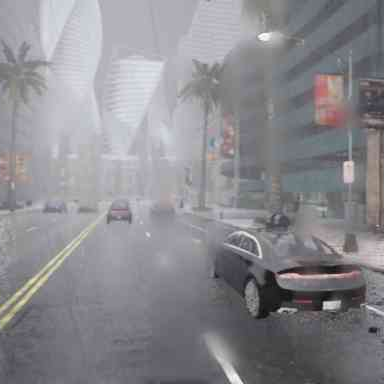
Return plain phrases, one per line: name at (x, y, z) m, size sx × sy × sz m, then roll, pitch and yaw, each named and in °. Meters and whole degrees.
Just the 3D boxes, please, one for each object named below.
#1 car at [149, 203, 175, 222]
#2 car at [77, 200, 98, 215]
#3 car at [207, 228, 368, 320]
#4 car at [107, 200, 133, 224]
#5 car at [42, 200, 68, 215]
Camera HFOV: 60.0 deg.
car at (-2.579, 1.688, 28.523) m, size 1.837 × 1.490 × 4.892 m, roll 0°, pitch 0°, yaw -12°
car at (-11.678, 1.665, 37.419) m, size 1.882 × 1.535 × 5.008 m, roll 0°, pitch 0°, yaw -11°
car at (1.697, 1.557, 7.561) m, size 2.128 × 1.511 × 4.902 m, roll 0°, pitch 0°, yaw -12°
car at (-5.663, 1.639, 26.131) m, size 2.128 × 1.511 × 4.902 m, roll 0°, pitch 0°, yaw -12°
car at (-15.153, 1.639, 36.998) m, size 1.882 × 1.535 × 5.008 m, roll 0°, pitch 0°, yaw -11°
